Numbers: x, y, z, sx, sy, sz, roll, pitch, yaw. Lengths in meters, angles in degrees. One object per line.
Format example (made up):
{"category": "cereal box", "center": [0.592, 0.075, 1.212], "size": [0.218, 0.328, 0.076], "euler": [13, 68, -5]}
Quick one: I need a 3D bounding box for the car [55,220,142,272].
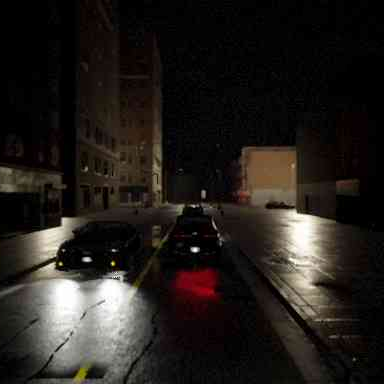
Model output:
{"category": "car", "center": [-2.850, 1.647, 10.990], "size": [1.994, 1.385, 4.181], "euler": [0, 0, 0]}

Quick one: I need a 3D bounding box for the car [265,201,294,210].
{"category": "car", "center": [13.205, 2.066, 50.226], "size": [4.313, 1.339, 1.947], "euler": [0, -1, 0]}

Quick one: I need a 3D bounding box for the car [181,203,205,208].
{"category": "car", "center": [0.089, 1.707, 29.183], "size": [2.128, 1.511, 4.902], "euler": [0, 0, 0]}

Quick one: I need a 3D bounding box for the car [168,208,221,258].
{"category": "car", "center": [0.097, 1.605, 13.176], "size": [1.837, 1.490, 4.892], "euler": [0, 0, 0]}
